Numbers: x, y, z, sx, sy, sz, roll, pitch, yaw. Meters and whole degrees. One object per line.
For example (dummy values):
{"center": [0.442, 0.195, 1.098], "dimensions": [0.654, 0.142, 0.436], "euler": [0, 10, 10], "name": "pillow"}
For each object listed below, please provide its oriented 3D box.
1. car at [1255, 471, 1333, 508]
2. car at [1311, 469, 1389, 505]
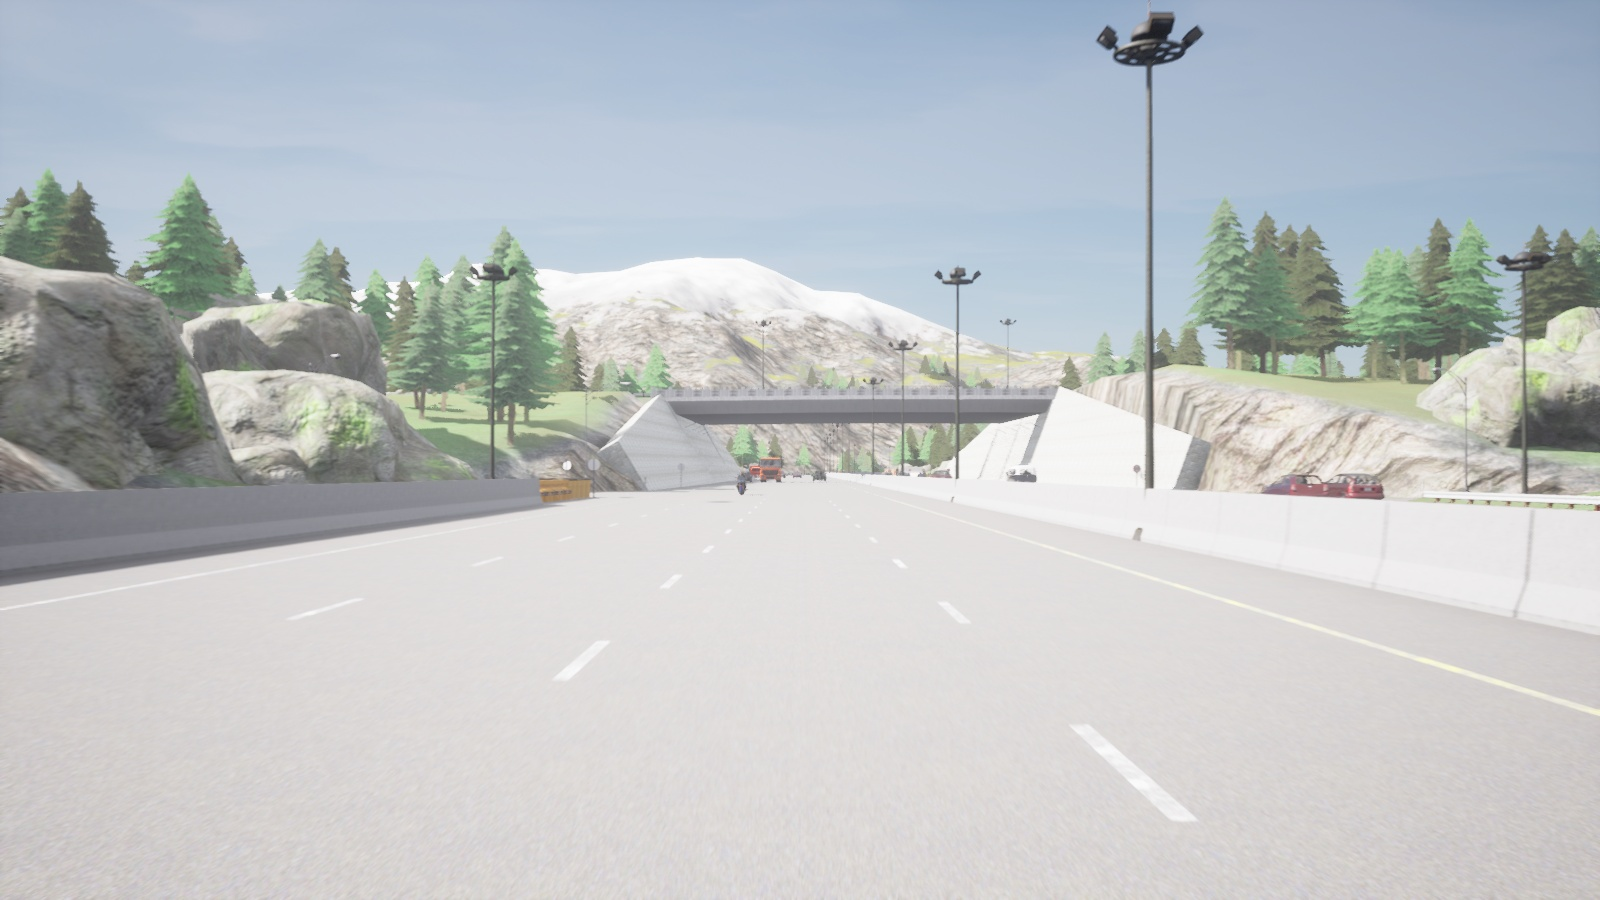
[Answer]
{"center": [20.871, 1.632, 53.169], "dimensions": [1.845, 1.501, 3.633], "euler": [0, -1, 0], "name": "car"}
{"center": [24.365, 1.626, 55.772], "dimensions": [1.789, 1.549, 3.705], "euler": [0, -1, 0], "name": "car"}
